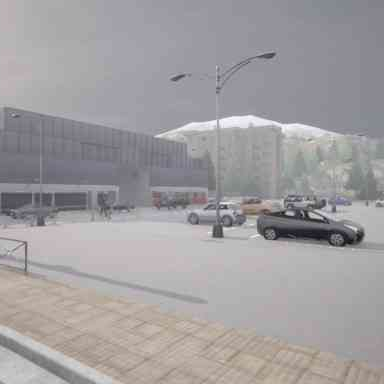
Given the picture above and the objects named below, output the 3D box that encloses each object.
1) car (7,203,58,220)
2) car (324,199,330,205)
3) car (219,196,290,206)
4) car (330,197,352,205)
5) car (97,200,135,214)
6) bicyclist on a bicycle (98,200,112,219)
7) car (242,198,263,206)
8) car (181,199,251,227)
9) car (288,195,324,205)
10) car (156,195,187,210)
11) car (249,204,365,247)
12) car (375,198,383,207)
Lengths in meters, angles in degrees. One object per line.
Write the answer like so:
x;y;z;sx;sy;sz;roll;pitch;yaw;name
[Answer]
-14.527;1.740;30.514;1.994;1.385;4.181;0;0;35;car
13.769;1.289;40.354;4.605;1.855;1.932;0;0;35;car
5.005;1.345;27.321;5.027;1.636;2.152;0;0;35;car
24.652;1.565;55.418;3.633;1.501;1.845;0;0;35;car
-8.765;1.668;38.608;2.128;1.511;4.902;0;0;35;car
-7.282;1.477;27.788;1.656;1.620;0.582;0;0;35;bicyclist on a bicycle
10.870;1.777;59.828;1.895;1.301;4.718;0;0;35;car
1.549;1.424;21.904;3.806;1.475;1.970;0;0;35;car
12.420;1.269;37.747;3.866;1.878;1.905;0;0;35;car
-2.730;1.398;47.056;2.150;2.045;5.566;0;0;36;car
5.170;1.490;14.834;4.514;1.523;2.007;0;0;35;car
28.972;1.576;48.688;3.806;1.475;1.970;0;0;35;car
